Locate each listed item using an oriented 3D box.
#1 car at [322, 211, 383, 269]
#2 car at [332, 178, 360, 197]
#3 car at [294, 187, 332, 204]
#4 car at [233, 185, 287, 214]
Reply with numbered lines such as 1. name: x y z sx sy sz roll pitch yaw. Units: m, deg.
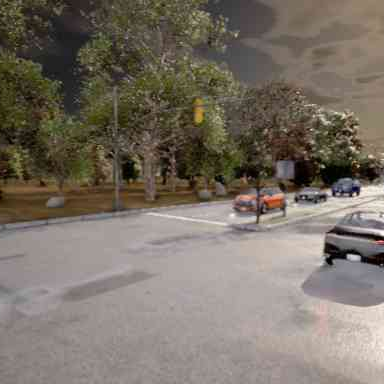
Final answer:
1. car: 5.414 1.331 9.761 2.128 1.511 4.902 5 4 40
2. car: 18.472 -0.573 39.715 2.150 2.045 5.566 4 5 39
3. car: 10.895 0.238 30.343 1.994 1.385 4.181 4 5 38
4. car: 4.681 0.412 22.676 2.097 1.767 4.553 4 5 39
